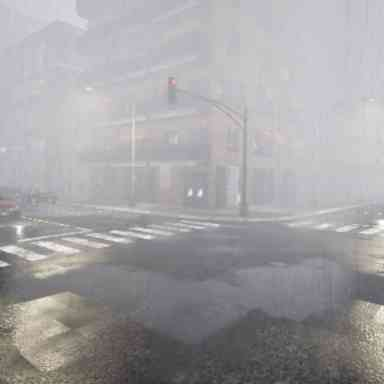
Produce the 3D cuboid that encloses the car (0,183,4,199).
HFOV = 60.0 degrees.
[{"bbox_3d":[-20.955,-0.140,33.776,4.097,1.590,1.967,2,4,40],"label":"car"}]

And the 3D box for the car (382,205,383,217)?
[{"bbox_3d":[14.037,0.852,21.998,1.882,1.535,5.008,3,3,39],"label":"car"}]

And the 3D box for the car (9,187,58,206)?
[{"bbox_3d":[-12.372,0.342,26.517,4.403,1.369,2.008,2,4,40],"label":"car"}]

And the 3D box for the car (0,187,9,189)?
[{"bbox_3d":[-16.664,0.171,30.151,4.313,1.339,1.947,2,4,40],"label":"car"}]

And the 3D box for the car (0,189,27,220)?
[{"bbox_3d":[-11.019,0.732,17.929,4.674,1.442,1.812,3,4,40],"label":"car"}]
